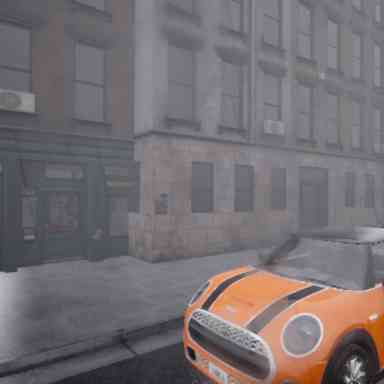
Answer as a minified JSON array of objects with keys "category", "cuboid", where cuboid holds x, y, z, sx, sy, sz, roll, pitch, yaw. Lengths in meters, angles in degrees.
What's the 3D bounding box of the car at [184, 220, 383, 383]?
[{"category":"car","cuboid":[2.104,1.352,4.886,4.553,1.767,2.097,0,0,-36]}]
